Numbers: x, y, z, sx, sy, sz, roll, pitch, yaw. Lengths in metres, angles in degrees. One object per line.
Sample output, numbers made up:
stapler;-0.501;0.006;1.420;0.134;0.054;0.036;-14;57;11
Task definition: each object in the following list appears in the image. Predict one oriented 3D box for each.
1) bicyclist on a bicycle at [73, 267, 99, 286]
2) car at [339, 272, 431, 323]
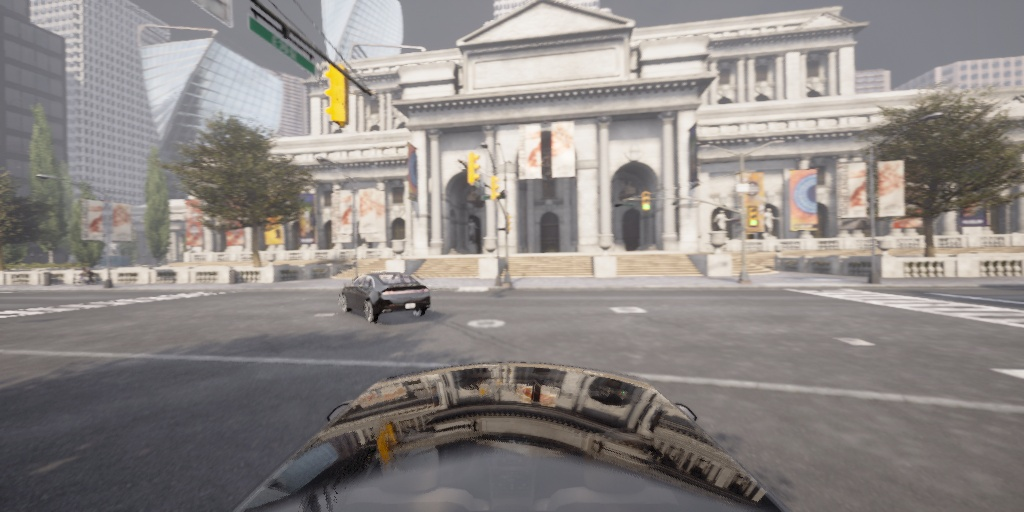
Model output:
bicyclist on a bicycle;-36.136;1.736;30.434;0.582;1.620;1.656;-1;0;8
car;-4.634;1.332;12.745;2.128;1.511;4.902;-1;0;-40
